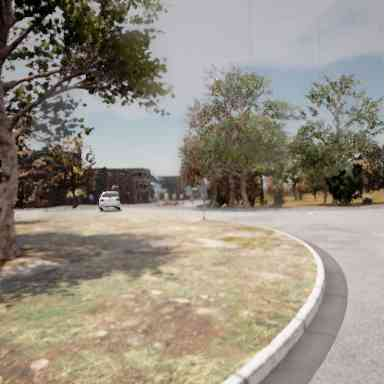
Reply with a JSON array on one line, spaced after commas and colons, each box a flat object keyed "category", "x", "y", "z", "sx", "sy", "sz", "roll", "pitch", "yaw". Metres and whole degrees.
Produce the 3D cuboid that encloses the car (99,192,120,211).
[{"category": "car", "x": -9.350, "y": 1.033, "z": 37.858, "sx": 2.150, "sy": 2.045, "sz": 5.566, "roll": -2, "pitch": 0, "yaw": -15}]
